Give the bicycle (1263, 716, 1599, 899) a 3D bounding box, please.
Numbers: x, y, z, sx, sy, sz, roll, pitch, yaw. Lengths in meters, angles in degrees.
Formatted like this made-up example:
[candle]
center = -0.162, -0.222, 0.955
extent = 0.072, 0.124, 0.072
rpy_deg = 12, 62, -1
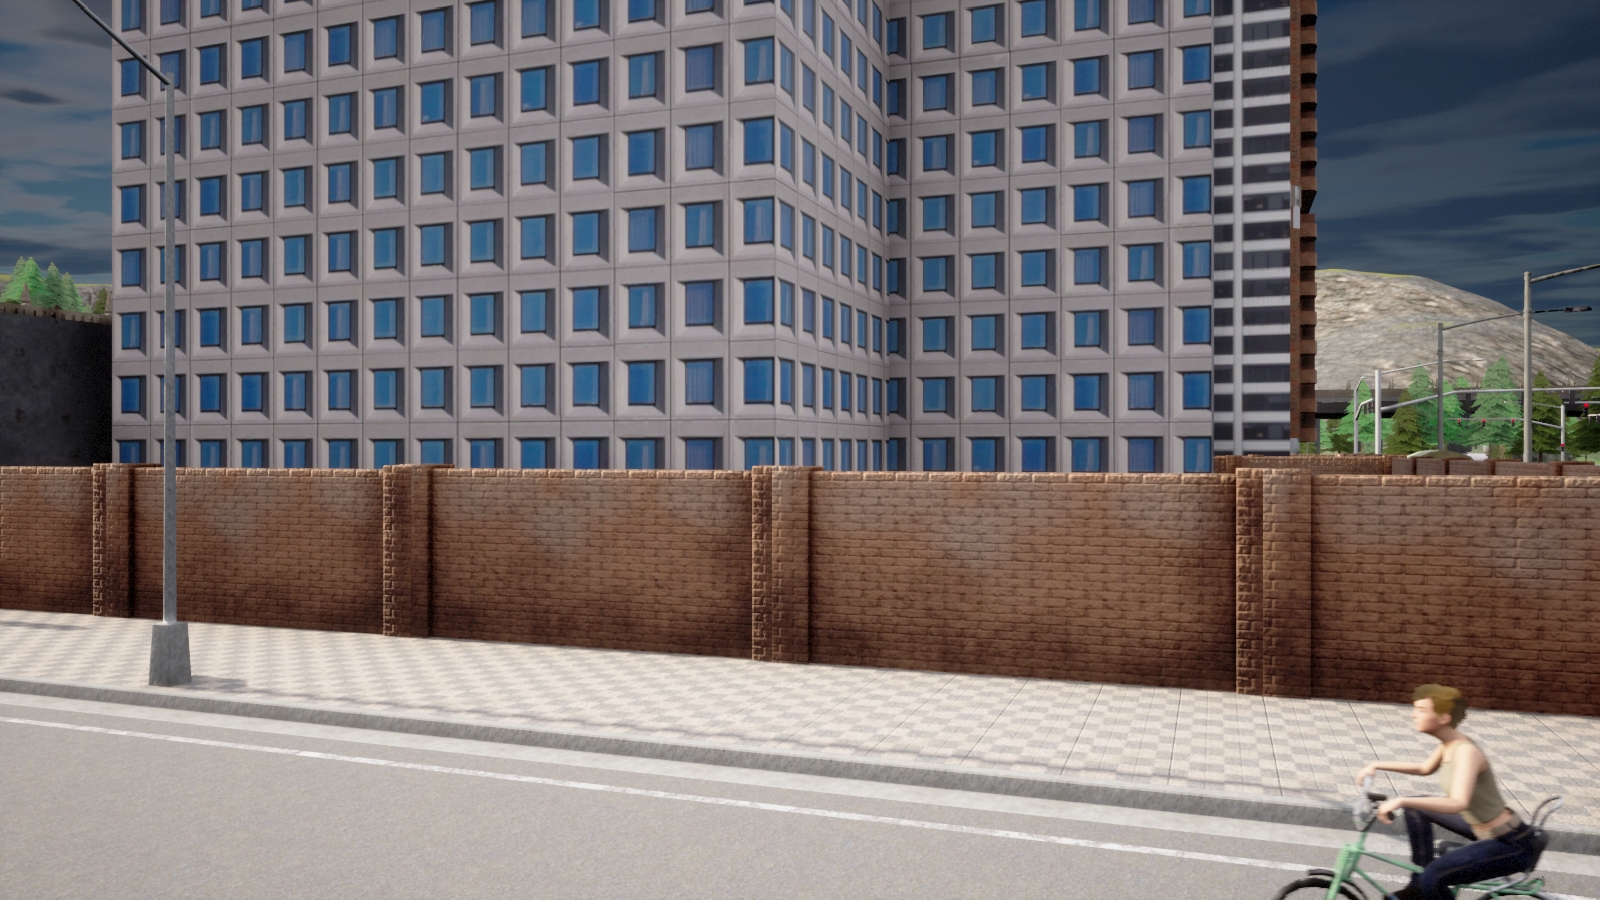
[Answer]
[bicycle]
center = 3.200, 2.158, 5.874
extent = 1.487, 1.276, 0.859
rpy_deg = 0, 0, 20
